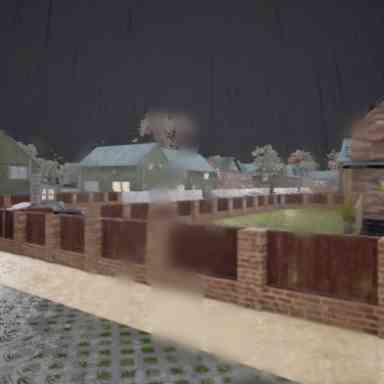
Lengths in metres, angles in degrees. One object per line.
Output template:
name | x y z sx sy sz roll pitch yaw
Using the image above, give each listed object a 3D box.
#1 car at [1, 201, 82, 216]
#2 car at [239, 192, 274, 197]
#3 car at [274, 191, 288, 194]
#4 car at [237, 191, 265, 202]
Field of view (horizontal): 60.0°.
car | -8.998 1.292 20.012 1.882 1.535 5.008 2 2 35
car | 8.686 0.815 45.000 2.033 1.411 5.357 2 2 35
car | 14.170 0.617 52.869 1.812 1.442 4.674 2 2 35
car | 9.039 0.650 50.365 2.033 1.411 5.357 2 2 35
